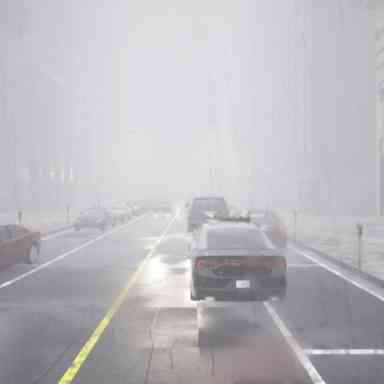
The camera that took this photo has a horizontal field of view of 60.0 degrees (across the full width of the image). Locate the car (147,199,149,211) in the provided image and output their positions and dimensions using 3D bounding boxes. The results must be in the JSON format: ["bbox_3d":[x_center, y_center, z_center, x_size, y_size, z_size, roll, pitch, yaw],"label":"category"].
[{"bbox_3d":[-5.763,1.523,37.045,1.887,1.381,4.507,0,0,0],"label":"car"}]

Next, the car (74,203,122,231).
[{"bbox_3d":[-5.761,1.569,20.240,1.802,1.307,4.206,0,0,0],"label":"car"}]

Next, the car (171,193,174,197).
[{"bbox_3d":[-5.765,1.398,76.258,1.967,1.590,4.097,0,0,0],"label":"car"}]

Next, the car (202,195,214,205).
[{"bbox_3d":[2.761,1.406,59.463,1.967,1.590,4.097,0,0,0],"label":"car"}]

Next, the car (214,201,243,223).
[{"bbox_3d":[2.764,1.510,26.020,1.752,1.417,4.829,0,0,0],"label":"car"}]

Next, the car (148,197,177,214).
[{"bbox_3d":[-3.087,1.526,35.899,2.033,1.411,5.357,0,0,0],"label":"car"}]

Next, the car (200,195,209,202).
[{"bbox_3d":[2.759,1.503,76.270,1.887,1.381,4.507,0,0,0],"label":"car"}]

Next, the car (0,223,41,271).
[{"bbox_3d":[-5.760,1.539,9.036,1.887,1.381,4.507,0,0,0],"label":"car"}]

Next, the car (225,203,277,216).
[{"bbox_3d":[2.765,1.431,14.645,1.967,1.590,4.097,0,0,0],"label":"car"}]

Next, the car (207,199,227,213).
[{"bbox_3d":[2.763,1.523,37.054,1.887,1.381,4.507,0,0,0],"label":"car"}]

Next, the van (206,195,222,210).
[{"bbox_3d":[2.763,1.316,42.656,1.690,1.788,3.998,0,0,0],"label":"van"}]

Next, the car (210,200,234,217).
[{"bbox_3d":[2.763,1.526,31.453,1.887,1.381,4.507,0,0,0],"label":"car"}]

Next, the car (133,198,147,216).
[{"bbox_3d":[-5.762,1.421,31.443,1.967,1.590,4.097,0,0,0],"label":"car"}]

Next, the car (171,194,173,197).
[{"bbox_3d":[-5.765,1.526,70.656,1.947,1.339,4.313,0,0,0],"label":"car"}]

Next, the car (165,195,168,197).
[{"bbox_3d":[-5.765,1.548,59.452,1.802,1.307,4.206,0,0,0],"label":"car"}]

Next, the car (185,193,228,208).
[{"bbox_3d":[0.819,1.212,18.348,2.150,2.045,5.566,0,0,-1],"label":"car"}]

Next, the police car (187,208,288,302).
[{"bbox_3d":[0.899,1.420,8.436,1.930,1.638,5.238,0,0,0],"label":"police car"}]

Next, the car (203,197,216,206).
[{"bbox_3d":[2.761,1.514,53.862,1.887,1.381,4.507,0,0,0],"label":"car"}]

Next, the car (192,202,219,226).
[{"bbox_3d":[0.898,1.511,24.326,1.812,1.442,4.674,0,0,0],"label":"car"}]

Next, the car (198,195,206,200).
[{"bbox_3d":[2.758,1.516,93.077,1.947,1.339,4.313,0,0,0],"label":"car"}]

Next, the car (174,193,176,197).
[{"bbox_3d":[-5.766,1.521,81.859,1.947,1.339,4.313,0,0,0],"label":"car"}]

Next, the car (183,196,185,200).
[{"bbox_3d":[0.036,1.499,46.648,1.812,1.442,4.674,0,0,0],"label":"car"}]

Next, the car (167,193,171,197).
[{"bbox_3d":[-5.765,1.403,65.054,1.967,1.590,4.097,0,0,0],"label":"car"}]

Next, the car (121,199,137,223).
[{"bbox_3d":[-5.762,1.510,25.672,1.752,1.417,4.829,0,0,0],"label":"car"}]

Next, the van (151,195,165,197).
[{"bbox_3d":[-5.763,1.310,53.851,1.690,1.788,3.998,0,0,0],"label":"van"}]
